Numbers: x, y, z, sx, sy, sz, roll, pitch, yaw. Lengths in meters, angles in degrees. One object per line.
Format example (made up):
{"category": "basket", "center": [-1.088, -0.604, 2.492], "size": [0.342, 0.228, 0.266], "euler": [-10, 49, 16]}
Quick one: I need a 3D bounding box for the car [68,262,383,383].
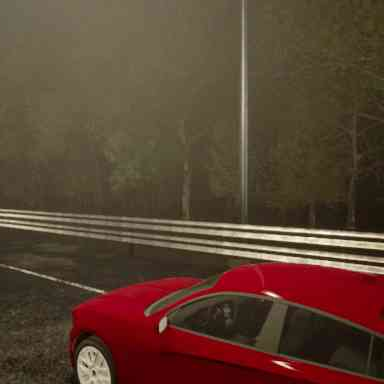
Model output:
{"category": "car", "center": [0.813, 1.477, 3.288], "size": [5.008, 1.535, 1.882], "euler": [0, 0, 36]}
